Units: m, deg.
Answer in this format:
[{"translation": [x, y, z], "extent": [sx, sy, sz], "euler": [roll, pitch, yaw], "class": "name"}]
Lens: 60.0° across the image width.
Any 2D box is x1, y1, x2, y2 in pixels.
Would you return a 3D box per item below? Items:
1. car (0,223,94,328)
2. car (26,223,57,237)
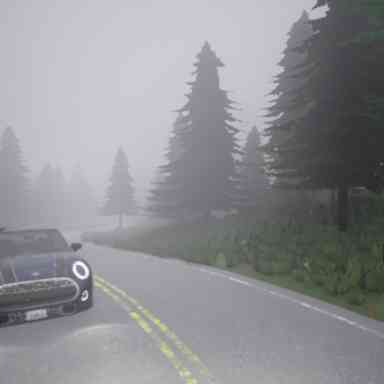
[{"translation": [-3.705, 1.569, 7.529], "extent": [2.097, 1.767, 4.553], "euler": [0, -3, -29], "class": "car"}, {"translation": [-15.959, 4.001, 35.502], "extent": [1.994, 1.385, 4.181], "euler": [0, -4, -9], "class": "car"}]
